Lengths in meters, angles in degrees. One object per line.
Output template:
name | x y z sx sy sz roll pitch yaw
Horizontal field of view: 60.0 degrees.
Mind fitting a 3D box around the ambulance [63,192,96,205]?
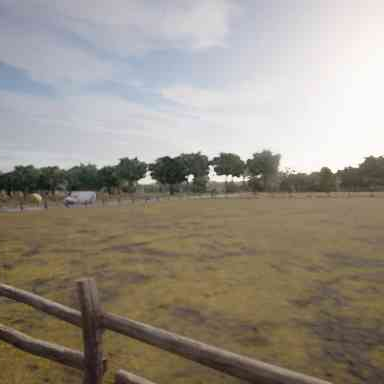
ambulance | -21.278 1.206 63.093 2.351 2.431 6.366 1 2 35
